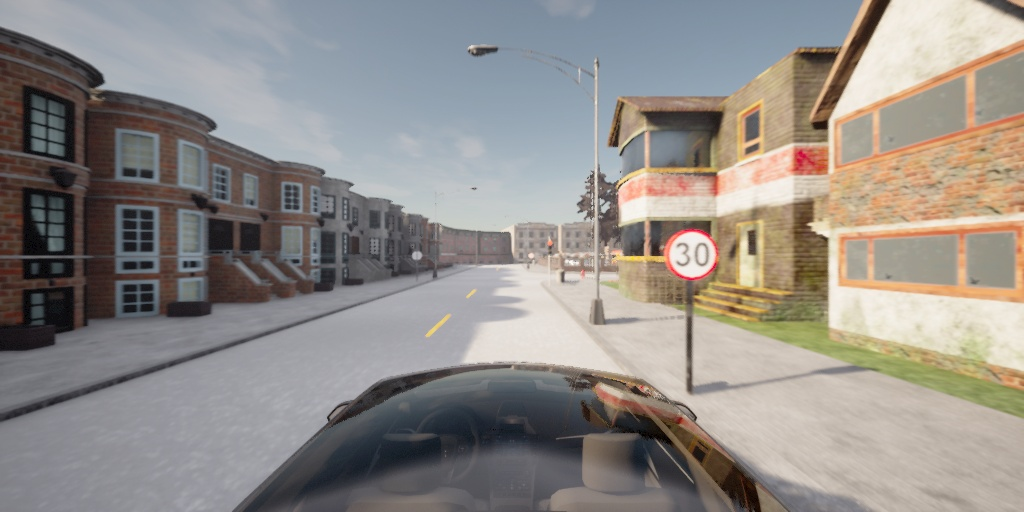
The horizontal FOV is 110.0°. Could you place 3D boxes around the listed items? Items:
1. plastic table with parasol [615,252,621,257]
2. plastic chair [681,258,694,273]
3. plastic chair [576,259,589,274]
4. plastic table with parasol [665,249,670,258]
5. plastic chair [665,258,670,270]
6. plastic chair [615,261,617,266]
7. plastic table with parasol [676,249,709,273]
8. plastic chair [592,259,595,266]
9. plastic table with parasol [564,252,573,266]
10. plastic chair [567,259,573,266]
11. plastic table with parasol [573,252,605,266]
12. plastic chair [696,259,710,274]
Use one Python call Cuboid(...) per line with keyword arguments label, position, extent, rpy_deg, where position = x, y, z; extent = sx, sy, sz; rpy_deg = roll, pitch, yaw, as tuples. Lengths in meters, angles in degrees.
Cuboid(label="plastic table with parasol", position=(15.306, 0.680, 47.931), extent=(2.482, 2.480, 2.482), rpy_deg=(0, 0, -40))
Cuboid(label="plastic chair", position=(22.722, 1.264, 46.467), extent=(0.730, 1.272, 0.750), rpy_deg=(0, 0, -39))
Cuboid(label="plastic chair", position=(9.045, 1.315, 46.186), extent=(0.730, 1.272, 0.750), rpy_deg=(0, 0, -40))
Cuboid(label="plastic table with parasol", position=(22.065, 0.591, 55.186), extent=(2.482, 2.480, 2.482), rpy_deg=(0, 0, -39))
Cuboid(label="plastic chair", position=(22.909, 1.259, 54.194), extent=(0.750, 1.272, 0.730), rpy_deg=(0, 0, -34))
Cuboid(label="plastic chair", position=(14.275, 1.296, 47.186), extent=(0.730, 1.272, 0.750), rpy_deg=(0, 0, -40))
Cuboid(label="plastic table with parasol", position=(23.747, 0.659, 47.221), extent=(2.482, 2.480, 2.482), rpy_deg=(0, 0, -40))
Cuboid(label="plastic chair", position=(10.977, 1.315, 45.957), extent=(0.750, 1.272, 0.730), rpy_deg=(0, 0, -35))
Cuboid(label="plastic table with parasol", position=(9.635, 0.673, 51.420), extent=(2.482, 2.480, 2.482), rpy_deg=(0, 0, -40))
Cuboid(label="plastic chair", position=(8.605, 1.275, 50.676), extent=(0.730, 1.272, 0.750), rpy_deg=(0, 0, -40))
Cuboid(label="plastic table with parasol", position=(10.075, 0.711, 46.930), extent=(2.482, 2.480, 2.482), rpy_deg=(0, 0, -40))
Cuboid(label="plastic chair", position=(24.647, 1.291, 46.248), extent=(0.750, 1.272, 0.730), rpy_deg=(0, 0, -35))
